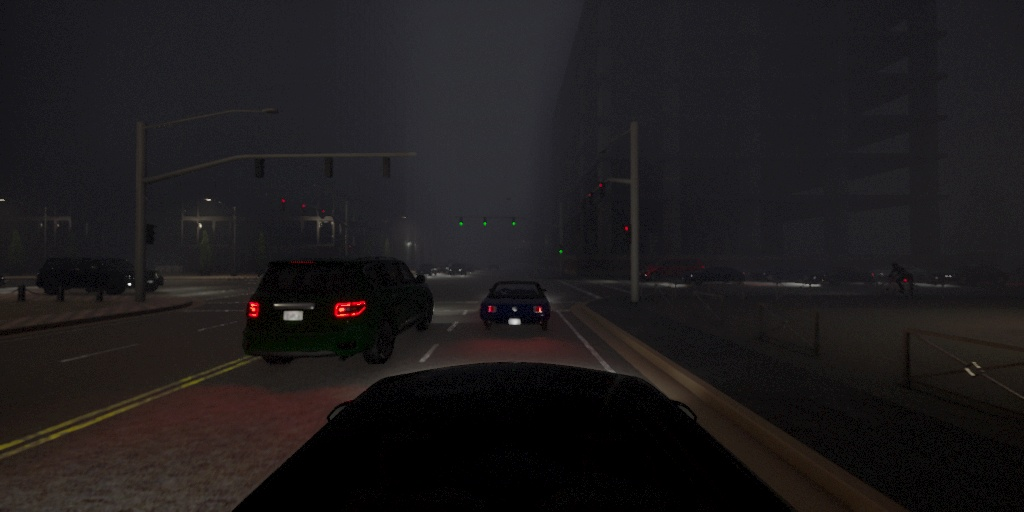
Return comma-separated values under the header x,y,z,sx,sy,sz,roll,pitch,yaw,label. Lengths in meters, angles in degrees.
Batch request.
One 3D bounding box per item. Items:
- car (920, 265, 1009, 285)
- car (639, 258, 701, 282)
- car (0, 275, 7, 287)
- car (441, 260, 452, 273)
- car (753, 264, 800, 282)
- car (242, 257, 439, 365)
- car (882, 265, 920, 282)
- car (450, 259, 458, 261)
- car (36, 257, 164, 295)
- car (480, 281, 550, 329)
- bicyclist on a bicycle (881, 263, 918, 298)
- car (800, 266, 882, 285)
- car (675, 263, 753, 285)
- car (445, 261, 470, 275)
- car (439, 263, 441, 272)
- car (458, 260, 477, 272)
x,y,z,sx,sy,sz,roll,pitch,yaw,label
35.601,1.464,28.033,4.892,1.490,1.837,0,-1,0,car
13.924,1.215,31.469,5.566,2.045,2.150,0,-1,0,car
-36.924,1.421,23.847,4.892,1.490,1.837,0,-1,1,car
-10.610,1.766,53.953,2.128,1.511,4.902,0,-1,0,car
23.653,1.471,31.500,5.008,1.535,1.882,0,-1,0,car
-3.426,1.040,8.326,2.150,2.045,5.566,0,0,0,car
33.648,1.520,31.529,4.674,1.442,1.812,0,-1,0,car
-10.567,1.601,64.412,2.150,2.045,5.566,0,-1,1,car
-23.223,1.102,20.320,5.566,2.045,2.150,0,-1,0,car
0.185,1.450,11.626,1.895,1.301,4.718,0,-1,3,car
18.326,1.151,17.001,0.582,1.620,1.656,0,-1,0,bicyclist on a bicycle
25.606,1.523,28.008,4.181,1.385,1.994,0,-1,0,car
15.642,1.484,27.951,4.674,1.442,1.812,0,-1,0,car
-7.115,1.711,47.234,1.837,1.490,4.892,0,-1,0,car
-10.615,1.685,44.610,1.837,1.490,4.892,0,-1,0,car
-7.104,1.779,56.691,1.882,1.535,5.008,0,-1,0,car
